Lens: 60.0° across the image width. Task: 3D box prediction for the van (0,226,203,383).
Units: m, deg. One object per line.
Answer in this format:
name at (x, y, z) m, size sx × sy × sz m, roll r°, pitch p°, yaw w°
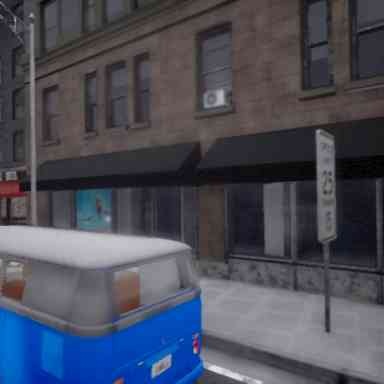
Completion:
van at (-1.788, 1.381, 4.141) m, size 3.998 × 1.788 × 1.690 m, roll -1°, pitch -1°, yaw 35°
